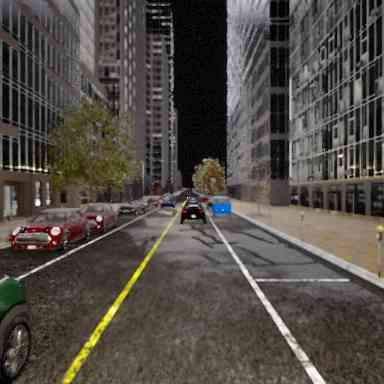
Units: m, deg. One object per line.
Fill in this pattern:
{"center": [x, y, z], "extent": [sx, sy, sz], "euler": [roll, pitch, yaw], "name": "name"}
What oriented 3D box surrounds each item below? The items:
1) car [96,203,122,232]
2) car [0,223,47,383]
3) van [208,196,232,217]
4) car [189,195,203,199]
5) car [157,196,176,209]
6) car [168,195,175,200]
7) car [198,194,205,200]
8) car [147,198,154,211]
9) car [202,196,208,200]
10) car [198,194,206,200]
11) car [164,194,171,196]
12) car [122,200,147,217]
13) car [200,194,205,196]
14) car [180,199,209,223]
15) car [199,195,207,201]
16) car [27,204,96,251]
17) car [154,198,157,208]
{"center": [-5.691, 1.430, 19.495], "extent": [1.967, 1.590, 4.097], "euler": [0, 0, 0], "name": "car"}
{"center": [-3.101, 1.351, 2.338], "extent": [2.097, 1.767, 4.553], "euler": [0, 0, 0], "name": "car"}
{"center": [2.690, 1.321, 30.876], "extent": [1.690, 1.788, 3.998], "euler": [0, 0, 0], "name": "van"}
{"center": [0.101, 1.511, 42.856], "extent": [2.033, 1.411, 5.357], "euler": [0, 0, 0], "name": "car"}
{"center": [-3.089, 1.563, 43.605], "extent": [1.895, 1.301, 4.718], "euler": [0, 0, 0], "name": "car"}
{"center": [-5.687, 1.433, 93.496], "extent": [1.802, 1.307, 4.206], "euler": [0, 0, 0], "name": "car"}
{"center": [2.694, 1.401, 93.494], "extent": [2.008, 1.369, 4.403], "euler": [0, 0, 0], "name": "car"}
{"center": [-5.690, 1.525, 36.573], "extent": [2.008, 1.369, 4.403], "euler": [0, 0, 0], "name": "car"}
{"center": [2.691, 1.515, 42.261], "extent": [2.008, 1.369, 4.403], "euler": [0, 0, 0], "name": "car"}
{"center": [2.694, 1.304, 87.800], "extent": [1.967, 1.590, 4.097], "euler": [0, 0, 0], "name": "car"}
{"center": [-5.688, 1.498, 65.035], "extent": [1.802, 1.307, 4.206], "euler": [0, 0, 0], "name": "car"}
{"center": [-5.690, 1.532, 30.880], "extent": [2.008, 1.369, 4.403], "euler": [0, 0, 0], "name": "car"}
{"center": [2.693, 1.484, 70.724], "extent": [1.802, 1.307, 4.206], "euler": [0, 0, 0], "name": "car"}
{"center": [0.101, 1.511, 25.202], "extent": [1.812, 1.442, 4.674], "euler": [0, 0, 0], "name": "car"}
{"center": [2.693, 1.428, 82.109], "extent": [2.008, 1.369, 4.403], "euler": [0, 0, 0], "name": "car"}
{"center": [-5.691, 1.433, 13.803], "extent": [1.967, 1.590, 4.097], "euler": [0, 0, 0], "name": "car"}
{"center": [-5.689, 1.536, 47.958], "extent": [1.802, 1.307, 4.206], "euler": [0, 0, 0], "name": "car"}
